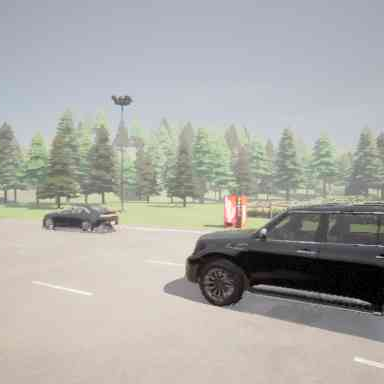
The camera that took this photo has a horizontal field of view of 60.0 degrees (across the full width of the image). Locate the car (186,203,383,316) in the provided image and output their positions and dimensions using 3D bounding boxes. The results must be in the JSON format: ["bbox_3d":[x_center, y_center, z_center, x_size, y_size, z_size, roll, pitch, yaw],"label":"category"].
[{"bbox_3d":[2.570,1.222,6.379,5.566,2.045,2.150,0,0,33],"label":"car"}]

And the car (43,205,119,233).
[{"bbox_3d":[-6.539,1.490,19.417,4.902,1.511,2.128,0,0,26],"label":"car"}]

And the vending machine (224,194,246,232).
[{"bbox_3d":[2.522,1.195,19.369,0.880,2.100,1.100,0,0,30],"label":"vending machine"}]
